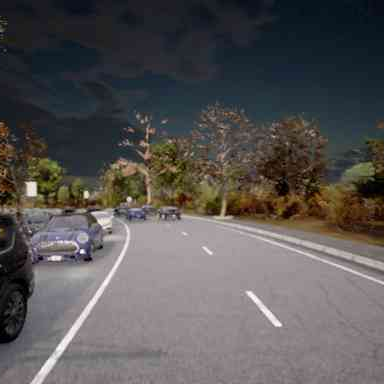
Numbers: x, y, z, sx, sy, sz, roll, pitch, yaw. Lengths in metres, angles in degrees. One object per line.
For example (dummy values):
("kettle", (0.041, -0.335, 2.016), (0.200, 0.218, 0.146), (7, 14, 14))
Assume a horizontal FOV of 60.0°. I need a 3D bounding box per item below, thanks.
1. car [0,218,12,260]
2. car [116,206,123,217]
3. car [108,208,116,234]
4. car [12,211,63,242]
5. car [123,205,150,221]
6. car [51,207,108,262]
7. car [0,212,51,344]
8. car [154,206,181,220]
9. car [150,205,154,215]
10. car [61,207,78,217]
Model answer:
("car", (-8.021, 1.789, 11.039), (1.882, 1.535, 5.008), (-1, -1, -7))
("car", (-9.919, 2.674, 47.215), (2.128, 1.511, 4.902), (-1, -1, -22))
("car", (-6.450, 2.085, 23.225), (1.812, 1.442, 4.674), (-1, -1, -12))
("car", (-9.571, 2.077, 21.073), (1.837, 1.490, 4.892), (-1, -1, -11))
("car", (-6.338, 2.404, 37.282), (1.812, 1.442, 4.674), (-1, -1, -17))
("car", (-4.807, 1.650, 13.255), (2.097, 1.767, 4.553), (-1, -1, -8))
("car", (-3.804, 1.335, 3.734), (2.150, 2.045, 5.566), (-1, -1, -2))
("car", (-2.603, 2.297, 37.092), (1.837, 1.490, 4.892), (-1, -1, -17))
("car", (-6.490, 2.624, 48.051), (1.837, 1.490, 4.892), (-1, -1, -21))
("car", (-17.384, 2.760, 47.013), (1.895, 1.301, 4.718), (-1, -1, -23))
